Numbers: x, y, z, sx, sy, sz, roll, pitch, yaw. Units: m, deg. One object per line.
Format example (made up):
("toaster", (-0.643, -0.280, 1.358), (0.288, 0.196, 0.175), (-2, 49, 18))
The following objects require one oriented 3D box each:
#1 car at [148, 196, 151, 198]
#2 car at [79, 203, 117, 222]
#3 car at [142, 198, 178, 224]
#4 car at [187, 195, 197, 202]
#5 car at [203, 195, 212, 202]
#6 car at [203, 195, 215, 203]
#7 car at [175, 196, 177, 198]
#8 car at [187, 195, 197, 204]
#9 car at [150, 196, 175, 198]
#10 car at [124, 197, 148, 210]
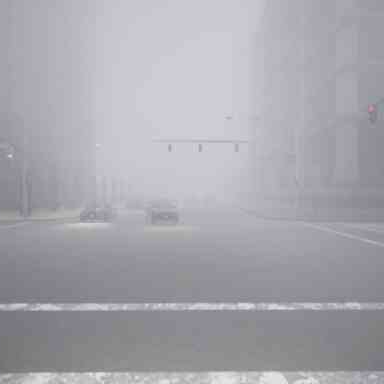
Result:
("car", (-7.087, 1.451, 58.714), (1.837, 1.490, 4.892), (0, 0, 0))
("car", (-7.105, 1.524, 25.531), (1.994, 1.385, 4.181), (0, -1, 0))
("car", (-2.313, 1.439, 24.616), (1.882, 1.535, 5.008), (0, -1, -14))
("car", (-0.021, 1.438, 73.863), (2.128, 1.511, 4.902), (0, 0, 0))
("car", (3.479, 1.437, 73.864), (1.812, 1.442, 4.674), (0, 0, 0))
("car", (3.482, 1.430, 64.788), (2.128, 1.511, 4.902), (0, 0, 0))
("car", (-3.561, 1.488, 63.007), (2.033, 1.411, 5.357), (0, 0, 1))
("car", (-0.018, 1.430, 64.475), (2.128, 1.511, 4.902), (0, 0, 0))
("car", (-3.608, 1.508, 41.504), (2.033, 1.411, 5.357), (0, 0, 0))
("car", (-7.106, 1.467, 41.357), (1.837, 1.490, 4.892), (0, 0, 0))
